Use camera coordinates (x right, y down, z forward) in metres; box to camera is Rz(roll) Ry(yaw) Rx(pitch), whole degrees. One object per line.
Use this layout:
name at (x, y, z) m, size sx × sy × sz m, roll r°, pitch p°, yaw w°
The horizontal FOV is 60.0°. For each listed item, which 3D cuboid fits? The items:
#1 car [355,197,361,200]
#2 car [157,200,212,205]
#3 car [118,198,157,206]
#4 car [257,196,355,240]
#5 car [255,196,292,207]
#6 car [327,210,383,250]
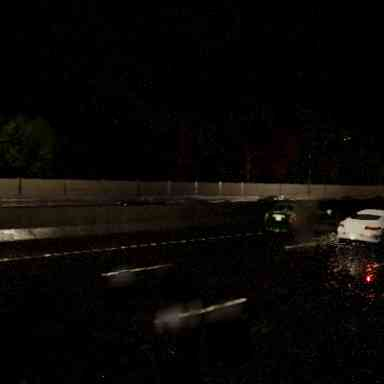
car at (17.852, 1.275, 38.113) m, size 5.008 × 1.535 × 1.882 m, roll 0°, pitch 0°, yaw -35°
car at (0.009, 1.319, 25.463) m, size 4.674 × 1.442 × 1.812 m, roll 0°, pitch 1°, yaw -35°
car at (-5.247, 1.290, 34.599) m, size 4.718 × 1.301 × 1.895 m, roll 0°, pitch 1°, yaw -35°
car at (5.710, 1.250, 16.532) m, size 4.553 × 1.767 × 2.097 m, roll 0°, pitch 1°, yaw -36°
car at (11.418, 1.241, 46.410) m, size 5.357 × 1.411 × 2.033 m, roll 0°, pitch 1°, yaw -35°
car at (7.893, 1.459, 13.793) m, size 4.674 × 1.442 × 1.812 m, roll 0°, pitch 1°, yaw -36°
